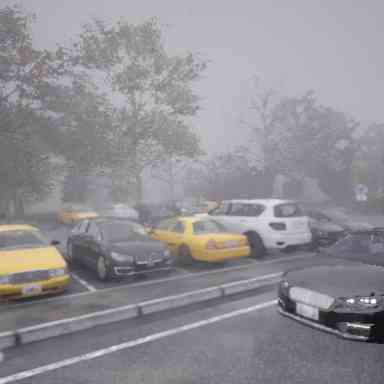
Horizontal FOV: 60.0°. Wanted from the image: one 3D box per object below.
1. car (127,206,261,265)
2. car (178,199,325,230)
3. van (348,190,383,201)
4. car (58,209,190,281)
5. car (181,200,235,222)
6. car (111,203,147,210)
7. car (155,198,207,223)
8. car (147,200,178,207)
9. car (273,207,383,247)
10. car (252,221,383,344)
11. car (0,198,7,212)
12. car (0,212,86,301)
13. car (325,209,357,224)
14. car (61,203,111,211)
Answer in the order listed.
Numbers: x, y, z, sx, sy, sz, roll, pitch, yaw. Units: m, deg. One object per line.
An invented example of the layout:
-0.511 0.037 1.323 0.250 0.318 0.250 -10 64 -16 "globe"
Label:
-0.267 1.537 12.037 1.946 1.575 5.366 0 0 -35 "car"
2.093 1.298 13.509 2.435 2.045 5.566 0 0 -35 "car"
23.332 0.651 44.625 1.878 1.987 4.442 0 1 -35 "van"
-2.433 1.532 10.290 2.231 1.521 4.892 0 0 -35 "car"
1.274 1.571 28.896 2.097 1.535 5.008 0 0 -35 "car"
-5.418 1.584 24.180 2.002 1.452 4.674 0 0 -35 "car"
-1.011 1.436 27.329 2.185 1.767 4.553 0 0 -35 "car"
-3.139 1.582 25.754 2.163 1.488 4.792 0 0 -35 "car"
6.663 1.597 16.661 2.163 1.488 4.792 0 0 -35 "car"
3.689 1.480 6.275 4.902 1.511 2.128 0 0 -35 "car"
-12.226 1.265 19.417 2.435 2.045 5.566 0 0 -35 "car"
-4.591 1.519 8.534 1.946 1.575 5.366 0 0 -35 "car"
4.374 1.558 15.090 2.097 1.535 5.008 0 0 -35 "car"
-7.576 1.532 22.434 1.946 1.575 5.366 0 0 -35 "car"
